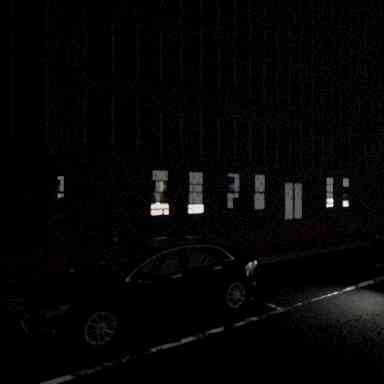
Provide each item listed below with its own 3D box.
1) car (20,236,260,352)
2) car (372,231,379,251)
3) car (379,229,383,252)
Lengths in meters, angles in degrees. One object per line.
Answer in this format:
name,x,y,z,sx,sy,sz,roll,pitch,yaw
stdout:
car,-0.672,1.549,6.084,4.403,1.369,2.008,0,0,-36
car,8.592,1.574,12.702,4.206,1.307,1.802,0,0,-36
car,6.761,1.520,8.211,4.674,1.442,1.812,0,0,-36
